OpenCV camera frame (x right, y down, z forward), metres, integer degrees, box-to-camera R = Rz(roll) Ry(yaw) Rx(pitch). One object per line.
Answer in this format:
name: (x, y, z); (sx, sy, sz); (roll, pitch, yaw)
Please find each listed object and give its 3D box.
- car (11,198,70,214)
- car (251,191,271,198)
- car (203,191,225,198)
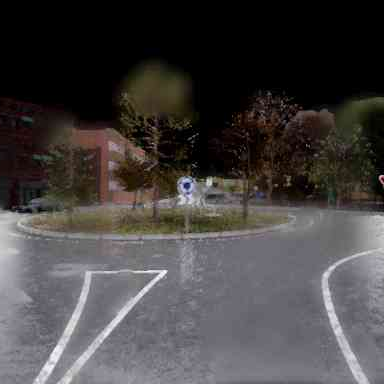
car: (-13.864, 1.283, 31.020); (2.033, 1.411, 5.357); (0, 1, 28)
car: (19.024, 0.944, 89.871); (4.553, 1.767, 2.185); (0, 1, 0)
car: (6.509, 0.823, 92.717); (5.566, 2.045, 2.435); (0, 0, 0)
